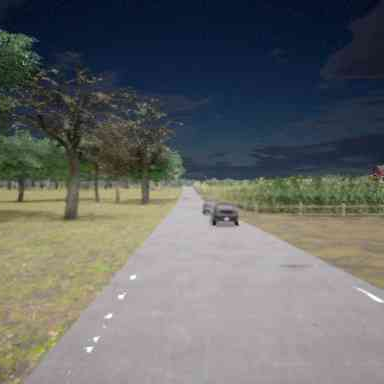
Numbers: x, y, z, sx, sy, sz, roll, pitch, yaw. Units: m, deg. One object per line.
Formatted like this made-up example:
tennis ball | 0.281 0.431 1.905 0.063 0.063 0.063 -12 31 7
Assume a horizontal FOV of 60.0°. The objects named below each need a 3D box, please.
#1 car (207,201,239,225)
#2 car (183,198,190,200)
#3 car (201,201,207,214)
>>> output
car | 2.344 1.623 24.983 1.837 1.490 4.892 1 -1 0
car | -1.307 1.540 75.484 2.033 1.411 5.357 1 0 -1
car | 2.100 1.718 37.847 2.033 1.411 5.357 1 0 -1
